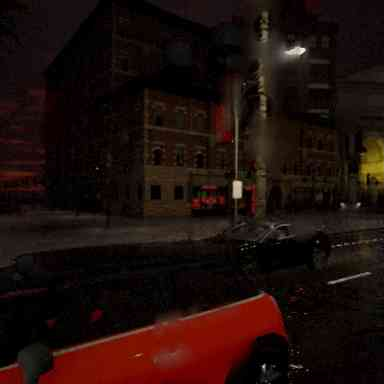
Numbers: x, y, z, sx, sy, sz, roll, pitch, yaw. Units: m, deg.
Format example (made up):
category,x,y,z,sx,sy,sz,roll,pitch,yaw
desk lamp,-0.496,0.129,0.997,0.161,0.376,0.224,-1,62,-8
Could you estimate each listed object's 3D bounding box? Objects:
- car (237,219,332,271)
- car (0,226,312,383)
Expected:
category,x,y,z,sx,sy,sz,roll,pitch,yaw
car,2.123,1.580,9.788,4.902,1.511,2.128,1,-1,-35
car,-1.195,1.361,3.136,4.553,1.767,2.097,1,0,-35
